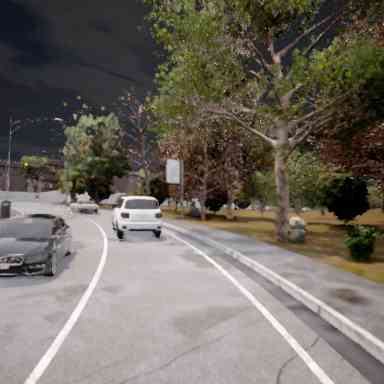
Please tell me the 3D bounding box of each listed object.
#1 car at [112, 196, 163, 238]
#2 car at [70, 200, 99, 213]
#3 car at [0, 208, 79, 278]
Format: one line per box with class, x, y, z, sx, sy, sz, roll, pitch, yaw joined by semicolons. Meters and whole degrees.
car;-3.049;1.239;17.933;2.150;2.045;5.566;2;0;-17
car;-11.405;1.508;35.128;1.895;1.301;4.718;3;-1;-33
car;-4.821;1.479;10.085;1.837;1.490;4.892;1;0;-12
